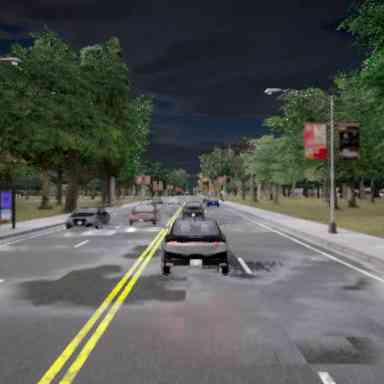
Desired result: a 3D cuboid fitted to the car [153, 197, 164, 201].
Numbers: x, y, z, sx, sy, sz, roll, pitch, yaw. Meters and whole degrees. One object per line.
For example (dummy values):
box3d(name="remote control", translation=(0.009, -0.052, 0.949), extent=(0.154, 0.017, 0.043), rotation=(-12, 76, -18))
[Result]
box3d(name="car", translation=(-6.518, 1.740, 63.584), extent=(1.994, 1.385, 4.181), rotation=(0, 0, 1))

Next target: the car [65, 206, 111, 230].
box3d(name="car", translation=(-6.598, 1.622, 21.506), extent=(1.994, 1.385, 4.181), rotation=(0, 0, 0))

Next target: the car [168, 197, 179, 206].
box3d(name="car", translation=(-3.286, 1.693, 60.631), extent=(1.812, 1.442, 4.674), rotation=(0, 0, 1))

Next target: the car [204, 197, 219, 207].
box3d(name="car", translation=(3.351, 1.629, 54.353), extent=(1.882, 1.535, 5.008), rotation=(0, 0, 0))

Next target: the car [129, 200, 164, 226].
box3d(name="car", translation=(-3.348, 1.591, 24.172), extent=(1.812, 1.442, 4.674), rotation=(0, 0, 0))

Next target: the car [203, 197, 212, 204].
box3d(name="car", translation=(3.253, 1.728, 71.204), extent=(1.812, 1.442, 4.674), rotation=(0, 0, 0))

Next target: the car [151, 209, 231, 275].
box3d(name="car", translation=(0.100, 1.520, 10.583), extent=(2.128, 1.511, 4.902), rotation=(0, 0, 0))

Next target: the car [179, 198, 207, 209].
box3d(name="car", translation=(0.101, 1.583, 28.797), extent=(1.837, 1.490, 4.892), rotation=(0, 0, 0))
